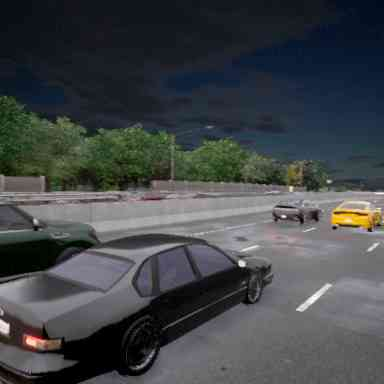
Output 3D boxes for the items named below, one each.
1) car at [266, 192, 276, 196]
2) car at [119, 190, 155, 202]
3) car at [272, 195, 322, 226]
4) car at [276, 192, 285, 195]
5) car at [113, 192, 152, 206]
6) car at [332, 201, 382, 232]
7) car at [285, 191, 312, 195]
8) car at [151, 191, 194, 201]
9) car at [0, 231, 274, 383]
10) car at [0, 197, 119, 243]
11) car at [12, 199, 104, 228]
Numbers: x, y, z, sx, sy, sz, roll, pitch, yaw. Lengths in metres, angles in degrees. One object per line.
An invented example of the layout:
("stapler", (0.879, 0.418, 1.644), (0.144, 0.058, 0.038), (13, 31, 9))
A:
("car", (17.561, 0.619, 70.761), (1.895, 1.301, 4.718), (2, 1, 37))
("car", (-4.913, 0.635, 34.993), (2.097, 1.767, 4.553), (2, 1, 37))
("car", (6.737, 1.185, 21.027), (2.128, 1.511, 4.902), (2, 1, 37))
("car", (19.635, 0.634, 67.688), (2.033, 1.411, 5.357), (2, 1, 37))
("car", (-6.770, 0.759, 38.360), (1.994, 1.385, 4.181), (2, 1, 37))
("car", (9.320, 1.248, 18.637), (1.882, 1.535, 5.008), (2, 2, 37))
("car", (16.767, 0.759, 52.294), (1.812, 1.442, 4.674), (2, 1, 37))
("car", (-1.578, 0.874, 33.615), (1.812, 1.442, 4.674), (2, 1, 37))
("car", (-0.491, 1.438, 5.503), (2.033, 1.411, 5.357), (2, 1, 37))
("car", (-4.317, 1.048, 6.224), (2.150, 2.045, 5.566), (2, 1, 37))
("car", (-7.715, 1.147, 19.562), (1.895, 1.301, 4.718), (2, 1, 37))
